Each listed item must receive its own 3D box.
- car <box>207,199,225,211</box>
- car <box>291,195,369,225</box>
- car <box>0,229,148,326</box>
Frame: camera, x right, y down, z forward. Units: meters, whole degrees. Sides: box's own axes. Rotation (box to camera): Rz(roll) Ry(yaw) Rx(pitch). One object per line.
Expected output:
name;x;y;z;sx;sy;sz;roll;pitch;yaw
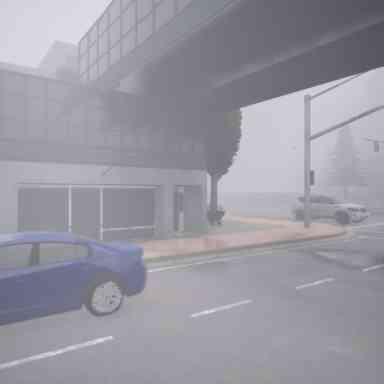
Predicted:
car;1.561;1.526;36.390;1.812;1.442;4.674;0;0;-36
car;10.025;1.221;24.675;2.150;2.045;5.566;0;0;-36
car;-3.246;1.477;5.932;5.008;1.535;1.882;0;0;-35
